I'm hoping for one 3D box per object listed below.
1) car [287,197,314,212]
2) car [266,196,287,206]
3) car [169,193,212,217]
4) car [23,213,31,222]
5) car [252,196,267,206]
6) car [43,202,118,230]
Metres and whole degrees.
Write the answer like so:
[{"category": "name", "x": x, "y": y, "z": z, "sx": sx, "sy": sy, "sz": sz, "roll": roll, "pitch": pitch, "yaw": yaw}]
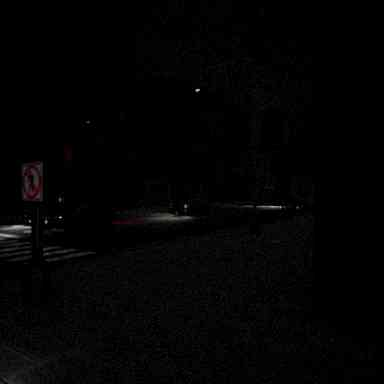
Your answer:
[{"category": "car", "x": 12.395, "y": 1.327, "z": 36.481, "sx": 1.837, "sy": 1.490, "sz": 4.892, "roll": 0, "pitch": 0, "yaw": 35}, {"category": "car", "x": 13.043, "y": 1.351, "z": 48.851, "sx": 1.994, "sy": 1.385, "sz": 4.181, "roll": 0, "pitch": 0, "yaw": 35}, {"category": "car", "x": -0.047, "y": 1.235, "z": 30.485, "sx": 2.097, "sy": 1.767, "sz": 4.553, "roll": 0, "pitch": 0, "yaw": 35}, {"category": "car", "x": -8.939, "y": 1.480, "z": 23.572, "sx": 2.033, "sy": 1.411, "sz": 5.357, "roll": 0, "pitch": 0, "yaw": 34}, {"category": "car", "x": 11.042, "y": 1.341, "z": 51.624, "sx": 1.837, "sy": 1.490, "sz": 4.892, "roll": 0, "pitch": 0, "yaw": 35}, {"category": "car", "x": -6.858, "y": 1.424, "z": 20.862, "sx": 2.128, "sy": 1.511, "sz": 4.902, "roll": 0, "pitch": 0, "yaw": 35}]
